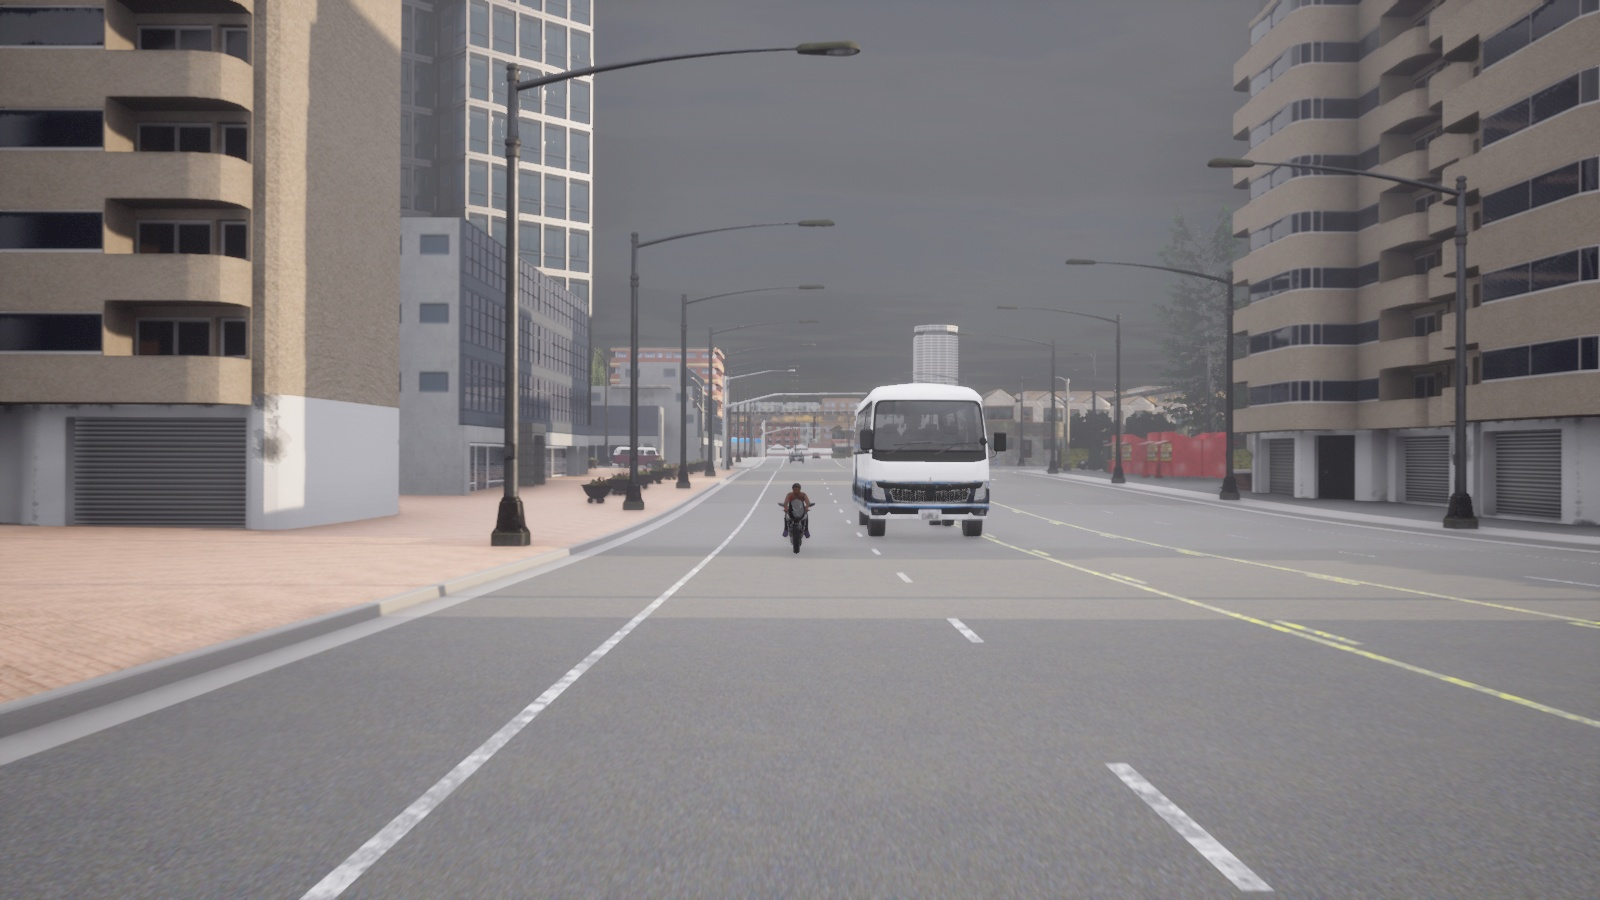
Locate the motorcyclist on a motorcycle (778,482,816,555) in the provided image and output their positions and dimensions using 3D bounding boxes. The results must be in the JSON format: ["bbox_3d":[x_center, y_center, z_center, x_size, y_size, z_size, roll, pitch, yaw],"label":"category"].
[{"bbox_3d":[-0.064,1.481,27.543,0.797,1.523,2.044,0,-1,0],"label":"motorcyclist on a motorcycle"}]

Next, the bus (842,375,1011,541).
[{"bbox_3d":[3.407,0.252,37.347,3.944,4.253,10.273,0,-1,0],"label":"bus"}]
